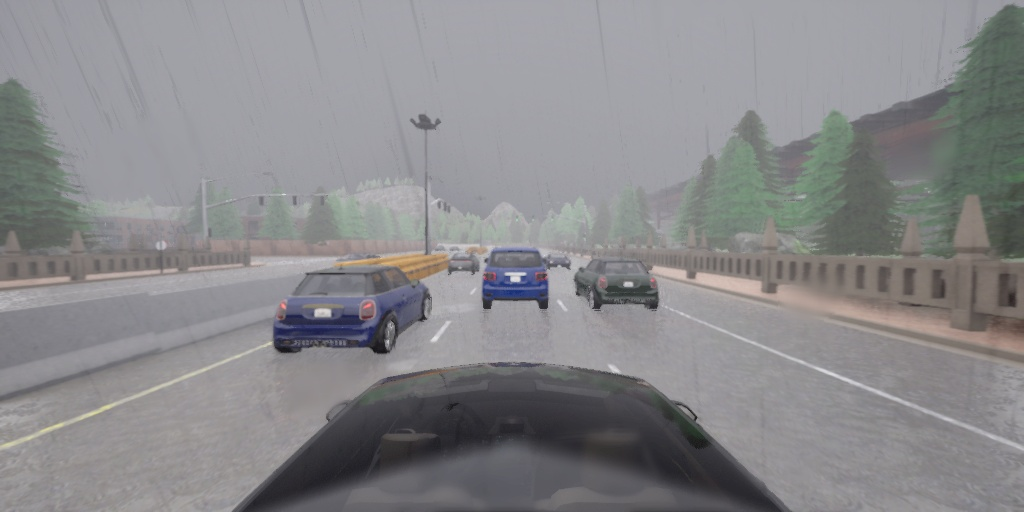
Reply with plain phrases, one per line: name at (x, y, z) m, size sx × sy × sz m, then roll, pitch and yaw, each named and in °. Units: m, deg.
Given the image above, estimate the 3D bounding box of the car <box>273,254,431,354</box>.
car at (-3.399, 0.977, 8.589) m, size 2.097 × 1.767 × 4.553 m, roll 0°, pitch 2°, yaw 0°

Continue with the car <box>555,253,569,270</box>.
car at (3.688, 0.415, 30.017) m, size 1.895 × 1.301 × 4.718 m, roll 0°, pitch 2°, yaw 0°

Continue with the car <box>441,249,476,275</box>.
car at (-3.336, 0.479, 25.507) m, size 2.128 × 1.511 × 4.902 m, roll 0°, pitch 2°, yaw 0°

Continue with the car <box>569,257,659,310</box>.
car at (3.611, 0.810, 13.215) m, size 2.097 × 1.767 × 4.553 m, roll 0°, pitch 2°, yaw 0°

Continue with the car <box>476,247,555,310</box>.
car at (0.110, 0.677, 13.269) m, size 2.150 × 2.045 × 5.566 m, roll 0°, pitch 2°, yaw 0°

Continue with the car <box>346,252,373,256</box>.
car at (-10.504, 0.518, 24.556) m, size 2.128 × 1.511 × 4.902 m, roll 0°, pitch 2°, yaw 1°
